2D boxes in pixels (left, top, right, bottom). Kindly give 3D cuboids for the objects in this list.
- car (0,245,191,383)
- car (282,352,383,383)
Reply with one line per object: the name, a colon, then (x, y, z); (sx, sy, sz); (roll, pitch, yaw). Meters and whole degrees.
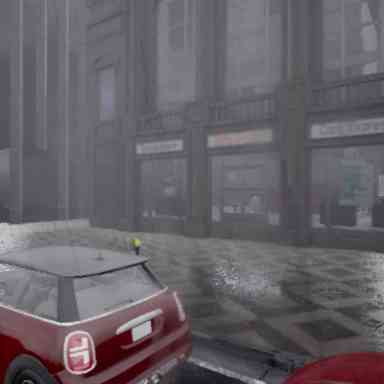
car: (-2.098, 1.470, 4.563); (4.097, 1.590, 1.967); (0, 0, 35)
car: (2.485, 1.535, 1.300); (4.507, 1.381, 1.887); (0, 0, 35)
